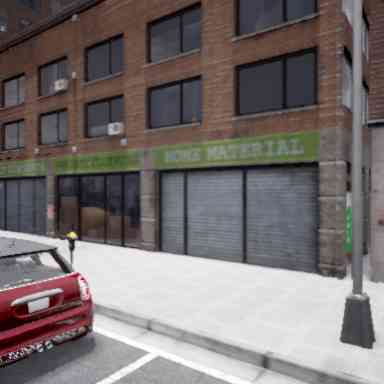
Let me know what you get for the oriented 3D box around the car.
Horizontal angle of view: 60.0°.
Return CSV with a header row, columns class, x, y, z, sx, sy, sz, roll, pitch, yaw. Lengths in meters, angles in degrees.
class,x,y,z,sx,sy,sz,roll,pitch,yaw
car,-3.495,1.441,5.303,4.097,1.590,1.967,0,0,35
